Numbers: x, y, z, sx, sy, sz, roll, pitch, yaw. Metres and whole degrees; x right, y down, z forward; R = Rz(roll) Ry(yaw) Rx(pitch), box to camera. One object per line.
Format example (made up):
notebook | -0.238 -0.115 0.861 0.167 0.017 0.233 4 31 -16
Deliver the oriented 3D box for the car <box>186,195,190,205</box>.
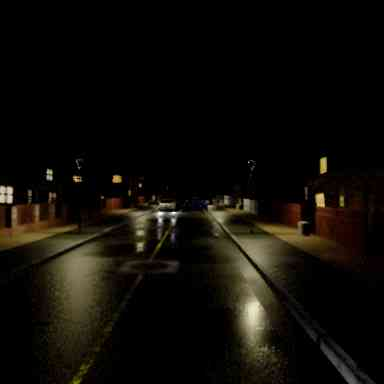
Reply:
car | -0.012 1.566 58.614 1.994 1.385 4.181 0 0 0

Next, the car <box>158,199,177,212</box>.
car | -2.850 1.527 38.820 1.812 1.442 4.674 0 0 0

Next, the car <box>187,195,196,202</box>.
car | -0.015 1.369 71.139 1.837 1.490 4.892 0 0 0

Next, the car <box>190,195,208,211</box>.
car | 0.953 1.479 40.857 1.882 1.535 5.008 0 0 0
